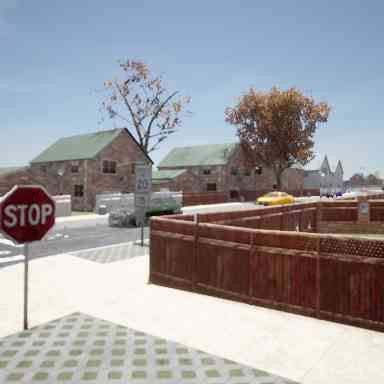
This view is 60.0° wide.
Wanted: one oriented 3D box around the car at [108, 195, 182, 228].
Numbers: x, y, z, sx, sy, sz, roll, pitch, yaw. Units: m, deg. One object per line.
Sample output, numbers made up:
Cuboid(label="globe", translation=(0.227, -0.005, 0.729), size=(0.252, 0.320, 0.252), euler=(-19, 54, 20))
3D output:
Cuboid(label="car", translation=(-2.674, 1.000, 19.649), size=(2.097, 1.767, 4.553), euler=(1, 2, 41))

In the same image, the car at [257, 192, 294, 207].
Cuboid(label="car", translation=(8.089, 0.761, 32.199), size=(1.882, 1.535, 5.008), euler=(1, 2, 41))

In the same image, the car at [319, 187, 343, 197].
Cuboid(label="car", translation=(18.547, 0.083, 44.248), size=(1.882, 1.535, 5.008), euler=(1, 2, 41))
